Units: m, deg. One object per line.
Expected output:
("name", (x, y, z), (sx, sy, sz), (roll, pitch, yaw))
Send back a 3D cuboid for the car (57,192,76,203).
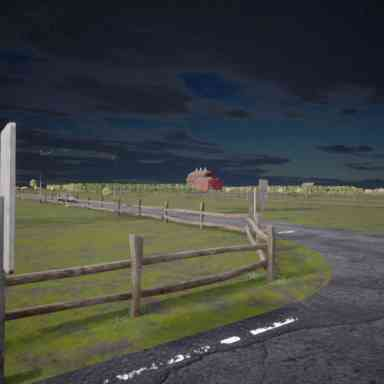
("car", (-18.858, 0.826, 49.807), (2.128, 1.511, 4.902), (1, 0, -36))
